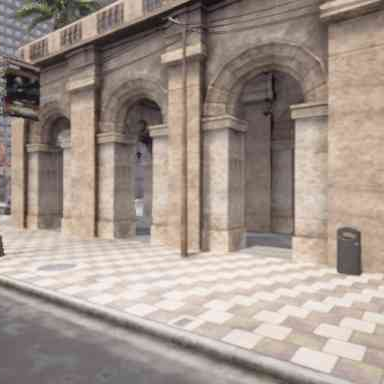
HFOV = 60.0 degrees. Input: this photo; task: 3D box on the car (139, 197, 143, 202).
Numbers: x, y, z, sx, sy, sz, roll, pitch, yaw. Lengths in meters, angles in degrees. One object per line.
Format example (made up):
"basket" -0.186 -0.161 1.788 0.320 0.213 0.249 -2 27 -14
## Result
"car" -9.123 1.243 70.431 2.185 1.767 4.553 0 0 35
